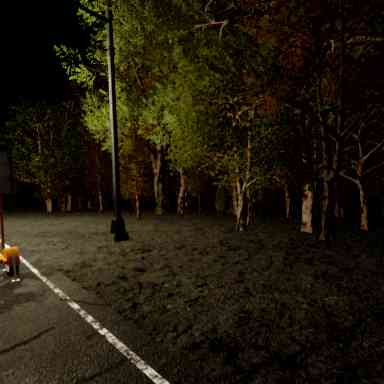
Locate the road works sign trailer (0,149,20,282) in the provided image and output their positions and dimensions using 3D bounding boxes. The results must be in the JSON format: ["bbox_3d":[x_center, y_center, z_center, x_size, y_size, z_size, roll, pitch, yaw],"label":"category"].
[{"bbox_3d":[-6.186,0.537,8.975,2.380,3.560,2.880,-3,2,-36],"label":"road works sign trailer"}]
